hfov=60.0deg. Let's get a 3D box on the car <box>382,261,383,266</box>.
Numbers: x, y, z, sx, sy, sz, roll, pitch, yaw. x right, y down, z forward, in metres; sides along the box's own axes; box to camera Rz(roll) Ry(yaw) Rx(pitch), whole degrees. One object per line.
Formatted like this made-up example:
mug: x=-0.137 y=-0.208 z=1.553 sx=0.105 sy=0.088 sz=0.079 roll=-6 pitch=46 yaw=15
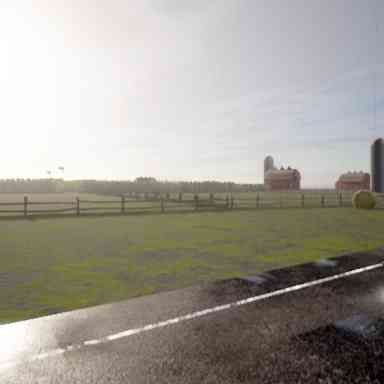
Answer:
car: x=7.501 y=1.521 z=9.377 sx=5.357 sy=1.411 sz=2.033 roll=0 pitch=0 yaw=-36
